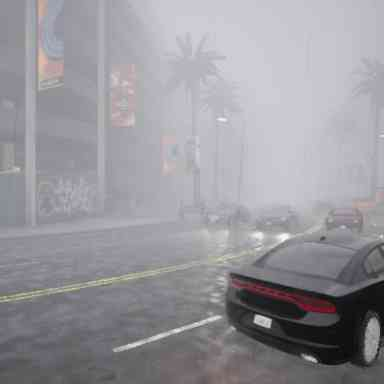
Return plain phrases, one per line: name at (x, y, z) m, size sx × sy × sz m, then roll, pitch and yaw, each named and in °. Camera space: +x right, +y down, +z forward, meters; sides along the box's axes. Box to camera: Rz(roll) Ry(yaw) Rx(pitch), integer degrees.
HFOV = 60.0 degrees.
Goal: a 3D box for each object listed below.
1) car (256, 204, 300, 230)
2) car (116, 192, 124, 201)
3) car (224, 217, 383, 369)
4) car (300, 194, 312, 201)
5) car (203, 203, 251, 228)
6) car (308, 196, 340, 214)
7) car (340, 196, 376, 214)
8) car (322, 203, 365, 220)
car at (5.421, 1.512, 20.575) m, size 1.812 × 1.442 × 4.674 m, roll 0°, pitch 0°, yaw 29°
car at (-11.626, 0.978, 53.577) m, size 2.435 × 2.045 × 5.566 m, roll 0°, pitch 0°, yaw 10°
car at (2.706, 1.474, 5.897) m, size 5.008 × 1.535 × 1.882 m, roll 0°, pitch 0°, yaw -43°
car at (29.243, 1.301, 83.729) m, size 2.185 × 1.767 × 4.553 m, roll 0°, pitch 0°, yaw 10°
car at (2.456, 1.475, 22.404) m, size 2.128 × 1.511 × 4.902 m, roll 0°, pitch 0°, yaw 29°
car at (13.937, 1.485, 35.403) m, size 1.837 × 1.490 × 4.892 m, roll 0°, pitch 0°, yaw 11°
car at (17.350, 1.333, 34.618) m, size 2.097 × 1.767 × 4.553 m, roll 0°, pitch 0°, yaw 11°
car at (9.163, 1.590, 19.896) m, size 1.895 × 1.301 × 4.718 m, roll 0°, pitch 0°, yaw 27°
